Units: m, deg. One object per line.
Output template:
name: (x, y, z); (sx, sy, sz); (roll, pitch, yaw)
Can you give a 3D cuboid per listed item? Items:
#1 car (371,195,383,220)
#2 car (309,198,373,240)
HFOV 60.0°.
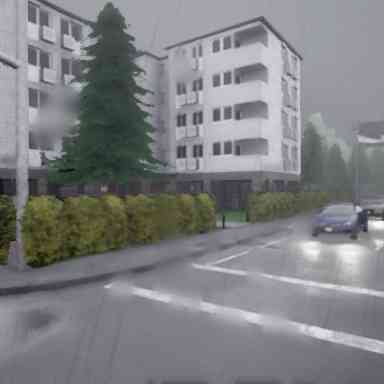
car: (12.646, 1.148, 23.382); (1.994, 1.385, 4.181); (0, 1, 36)
car: (6.886, 1.222, 15.379); (1.812, 1.442, 4.674); (0, 1, 35)
